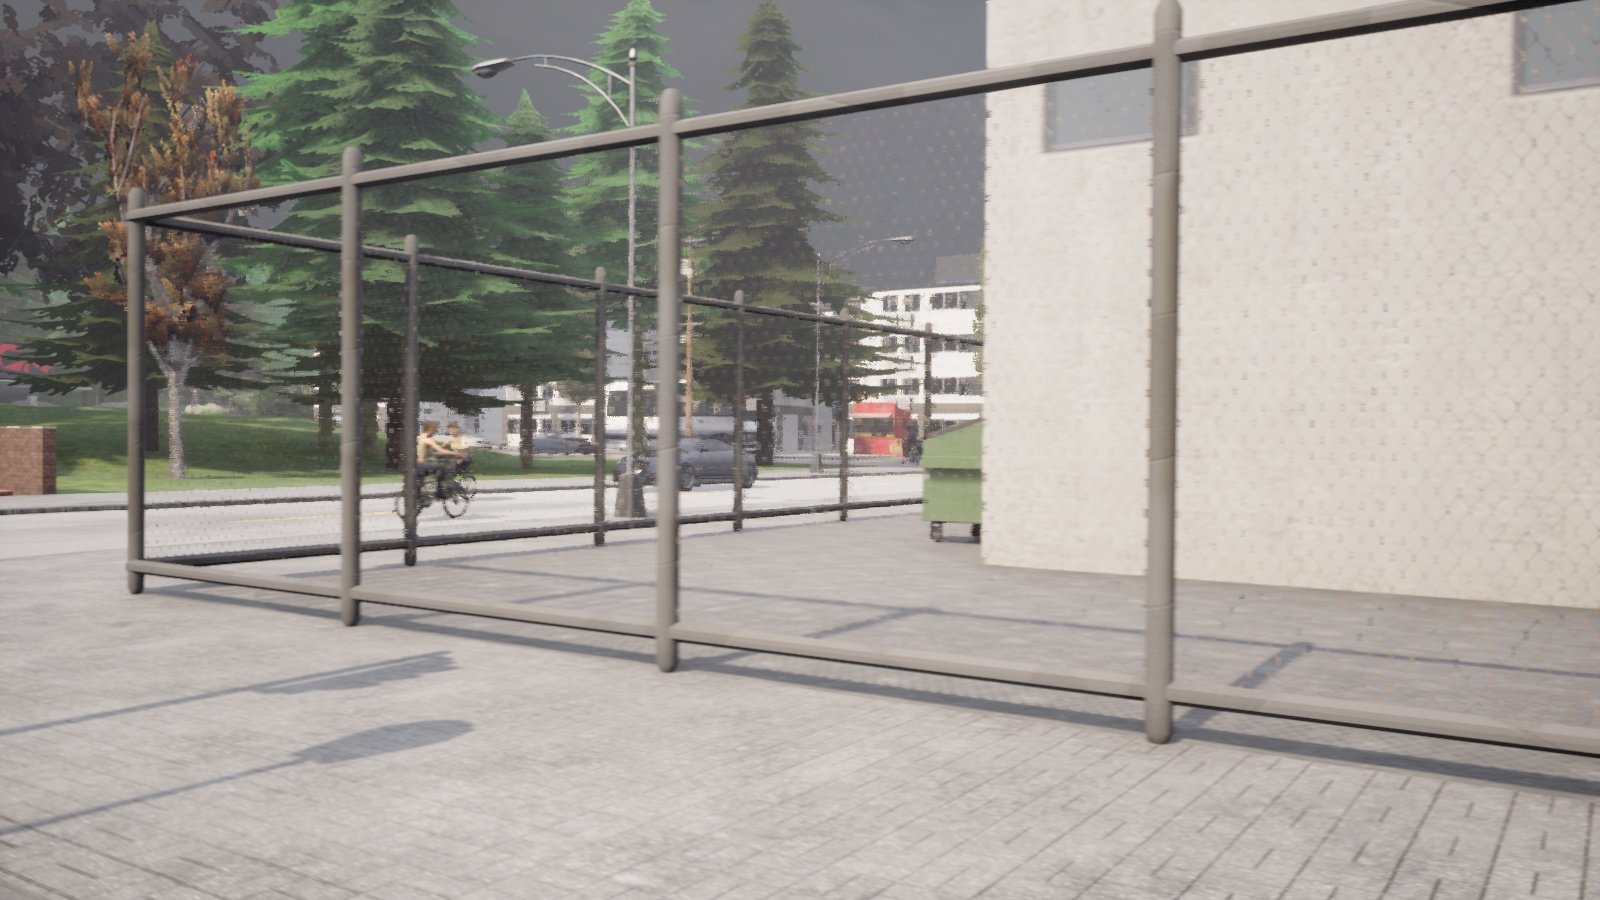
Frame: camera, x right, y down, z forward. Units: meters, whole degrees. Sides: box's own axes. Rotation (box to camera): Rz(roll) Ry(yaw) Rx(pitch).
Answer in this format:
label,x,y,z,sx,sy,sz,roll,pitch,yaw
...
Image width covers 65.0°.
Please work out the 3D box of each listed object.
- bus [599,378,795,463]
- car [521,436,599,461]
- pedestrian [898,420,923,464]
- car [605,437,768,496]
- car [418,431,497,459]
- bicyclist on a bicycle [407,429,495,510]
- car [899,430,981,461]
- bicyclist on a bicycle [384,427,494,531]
label,x,y,z,sx,sy,sz,roll,pitch,yaw
bus,-5.628,-1.522,67.412,10.273,4.253,3.944,0,1,35
car,-13.940,-0.083,72.887,4.181,1.385,1.994,0,1,33
pedestrian,4.713,-0.337,53.545,0.849,1.883,0.563,0,1,43
car,-2.843,0.378,32.217,1.994,1.385,4.181,0,1,33
car,-21.223,-0.304,77.732,4.611,1.667,2.242,0,1,34
bicyclist on a bicycle,-7.141,0.377,25.749,0.866,1.612,1.509,0,1,33
car,7.094,-0.230,63.759,3.705,1.549,1.789,0,1,34
bicyclist on a bicycle,-5.852,0.439,20.424,0.866,1.612,1.509,0,1,34
